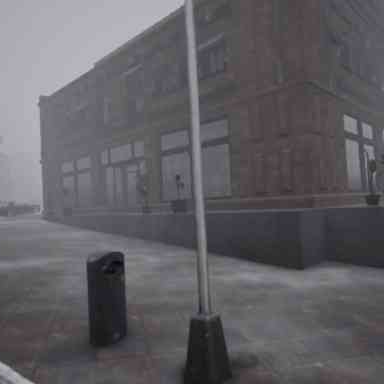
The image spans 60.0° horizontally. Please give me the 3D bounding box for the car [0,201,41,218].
[{"bbox_3d":[-14.449,1.395,26.963,1.895,1.301,4.718,-3,1,11],"label":"car"}]
